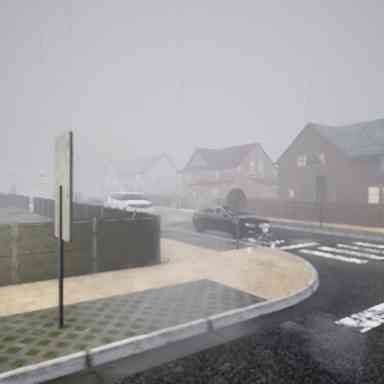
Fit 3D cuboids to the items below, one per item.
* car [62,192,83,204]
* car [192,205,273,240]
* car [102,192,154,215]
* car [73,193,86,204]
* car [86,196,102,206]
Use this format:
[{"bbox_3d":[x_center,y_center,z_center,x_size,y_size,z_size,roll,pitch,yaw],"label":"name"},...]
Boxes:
[{"bbox_3d":[-18.900,0.876,52.523,2.097,1.767,4.553,0,0,-34],"label":"car"},{"bbox_3d":[1.915,1.431,16.901,2.128,1.511,4.902,0,0,-34],"label":"car"},{"bbox_3d":[-5.171,1.035,27.307,2.150,2.045,5.566,0,0,-34],"label":"car"},{"bbox_3d":[-15.405,1.130,42.416,1.837,1.490,4.892,0,0,-34],"label":"car"},{"bbox_3d":[-13.285,1.194,44.370,1.994,1.385,4.181,0,0,-34],"label":"car"}]
